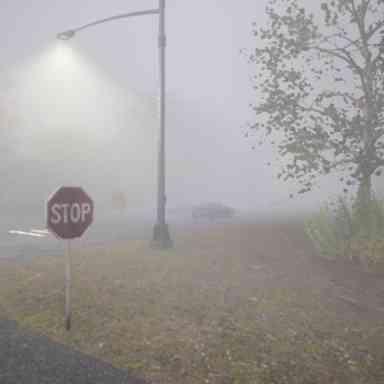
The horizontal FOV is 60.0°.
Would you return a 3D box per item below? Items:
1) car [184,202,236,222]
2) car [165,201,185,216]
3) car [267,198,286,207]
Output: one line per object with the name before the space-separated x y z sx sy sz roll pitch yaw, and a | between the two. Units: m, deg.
car | 1.895 1.615 27.759 2.128 1.511 4.902 0 0 36
car | -1.120 1.720 35.533 2.033 1.411 5.357 0 0 36
car | 14.443 1.808 56.987 1.882 1.535 5.008 0 1 36
